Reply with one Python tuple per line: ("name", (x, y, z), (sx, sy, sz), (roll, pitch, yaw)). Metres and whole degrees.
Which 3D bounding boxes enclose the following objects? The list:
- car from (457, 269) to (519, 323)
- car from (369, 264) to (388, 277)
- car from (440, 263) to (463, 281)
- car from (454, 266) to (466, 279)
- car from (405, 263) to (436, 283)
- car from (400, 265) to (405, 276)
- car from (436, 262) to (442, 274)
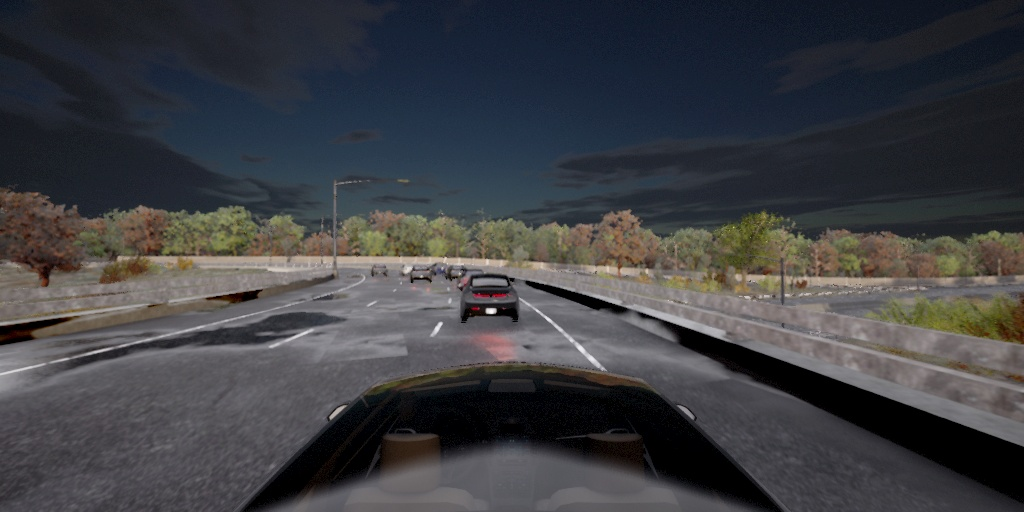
("car", (-0.854, 1.381, 12.815), (1.837, 1.490, 4.892), (0, -1, -6))
("car", (-16.511, 1.741, 44.515), (2.128, 1.511, 4.902), (0, -1, -24))
("car", (-5.436, 1.624, 35.017), (2.128, 1.511, 4.902), (0, -1, -17))
("car", (-2.595, 1.567, 23.855), (1.994, 1.385, 4.181), (0, -1, -12))
("car", (-8.502, 1.606, 33.156), (2.128, 1.511, 4.902), (0, -1, -17))
("car", (-13.079, 1.782, 45.399), (1.812, 1.442, 4.674), (0, -1, -23))
("car", (-9.199, 1.602, 45.142), (2.097, 1.767, 4.553), (0, -1, -23))
